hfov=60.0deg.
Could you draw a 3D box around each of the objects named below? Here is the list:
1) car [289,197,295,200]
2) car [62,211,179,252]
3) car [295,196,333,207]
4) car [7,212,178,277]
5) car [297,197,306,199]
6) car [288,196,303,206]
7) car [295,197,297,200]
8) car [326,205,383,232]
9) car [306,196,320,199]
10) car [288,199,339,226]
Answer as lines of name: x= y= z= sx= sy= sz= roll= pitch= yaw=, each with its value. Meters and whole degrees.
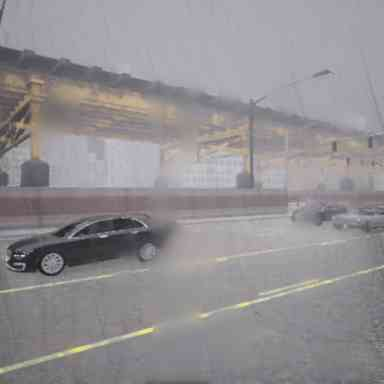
car: x=10.804 y=1.268 z=44.073 sx=4.536 sy=1.218 sz=1.853 roll=0 pitch=0 yaw=8
car: x=-3.053 y=1.596 z=14.684 sx=4.718 sy=1.301 sz=1.895 roll=0 pitch=0 yaw=-35
car: x=18.514 y=1.417 z=50.507 sx=4.974 sy=1.542 sz=2.038 roll=0 pitch=0 yaw=-7
car: x=-3.025 y=1.496 z=10.414 sx=4.892 sy=1.490 sz=1.837 roll=-2 pitch=1 yaw=-35
car: x=14.602 y=1.422 z=46.749 sx=2.038 sy=1.542 sz=4.974 roll=0 pitch=0 yaw=18
car: x=14.617 y=1.264 z=46.799 sx=1.853 sy=1.218 sz=4.536 roll=0 pitch=0 yaw=18
car: x=10.855 y=1.425 z=44.066 sx=4.974 sy=1.542 sz=2.038 roll=0 pitch=0 yaw=8
car: x=10.359 y=1.585 z=19.857 sx=4.718 sy=1.301 sz=1.895 roll=0 pitch=0 yaw=-35
car: x=18.462 y=1.260 z=50.501 sx=4.536 sy=1.218 sz=1.853 roll=0 pitch=0 yaw=-7
car: x=8.964 y=1.476 z=23.152 sx=4.902 sy=1.511 sz=2.128 roll=0 pitch=0 yaw=-35
